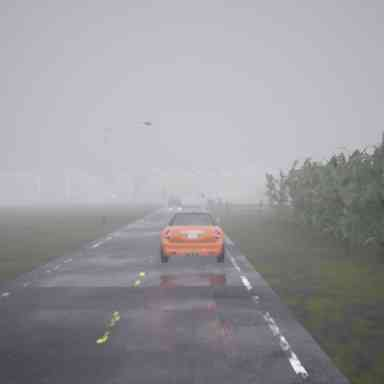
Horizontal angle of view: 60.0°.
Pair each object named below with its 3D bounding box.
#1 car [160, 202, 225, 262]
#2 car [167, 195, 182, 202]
[{"bbox_3d":[0.038,1.407,12.512,2.097,1.767,4.553,0,0,0],"label":"car"},{"bbox_3d":[-2.824,1.479,55.598,2.150,2.045,5.566,0,-1,0],"label":"car"}]
